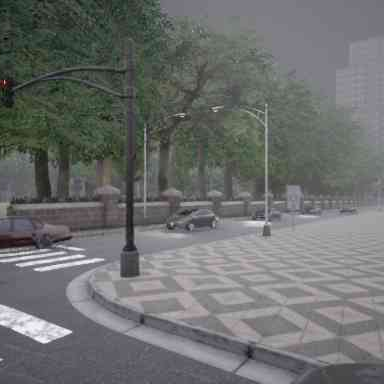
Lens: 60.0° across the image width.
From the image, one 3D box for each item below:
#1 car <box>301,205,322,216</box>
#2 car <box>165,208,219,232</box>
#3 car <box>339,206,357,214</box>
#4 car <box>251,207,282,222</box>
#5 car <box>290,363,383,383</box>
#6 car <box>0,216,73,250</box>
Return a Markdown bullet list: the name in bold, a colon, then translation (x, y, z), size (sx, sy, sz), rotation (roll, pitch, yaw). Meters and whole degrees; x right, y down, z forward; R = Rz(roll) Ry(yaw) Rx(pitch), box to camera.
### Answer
- **car**: translation (17.019, 2.602, 47.294), size (1.994, 1.385, 4.181), rotation (0, -1, 36)
- **car**: translation (0.101, 1.930, 23.551), size (1.837, 1.490, 4.892), rotation (0, -2, 35)
- **car**: translation (25.180, 2.844, 53.470), size (1.895, 1.301, 4.718), rotation (0, -1, 36)
- **car**: translation (7.705, 2.262, 34.297), size (1.994, 1.385, 4.181), rotation (0, -1, 35)
- **car**: translation (2.380, 1.551, 1.263), size (4.403, 1.369, 2.008), rotation (0, 0, 36)
- **car**: translation (-7.765, 1.713, 13.680), size (5.357, 1.411, 2.033), rotation (2, -1, -44)
